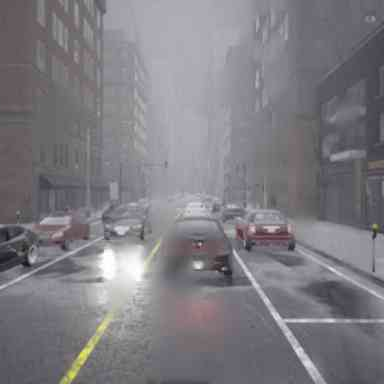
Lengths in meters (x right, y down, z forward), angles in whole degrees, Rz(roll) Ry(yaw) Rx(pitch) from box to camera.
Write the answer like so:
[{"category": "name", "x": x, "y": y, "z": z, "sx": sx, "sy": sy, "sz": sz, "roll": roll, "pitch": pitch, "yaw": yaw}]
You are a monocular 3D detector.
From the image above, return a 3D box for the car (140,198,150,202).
[{"category": "car", "x": -5.438, "y": 1.415, "z": 36.210, "sx": 1.967, "sy": 1.590, "sz": 4.097, "roll": 0, "pitch": 0, "yaw": 0}]

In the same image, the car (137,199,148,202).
[{"category": "car", "x": -5.476, "y": 1.560, "z": 30.709, "sx": 1.802, "sy": 1.307, "sz": 4.206, "roll": 0, "pitch": 0, "yaw": 0}]

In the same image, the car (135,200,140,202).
[{"category": "car", "x": -5.513, "y": 1.546, "z": 25.207, "sx": 1.947, "sy": 1.339, "sz": 4.313, "roll": 0, "pitch": 0, "yaw": 0}]

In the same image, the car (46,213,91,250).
[{"category": "car", "x": -5.587, "y": 1.569, "z": 14.205, "sx": 1.802, "sy": 1.307, "sz": 4.206, "roll": 0, "pitch": 0, "yaw": 0}]

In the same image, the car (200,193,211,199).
[{"category": "car", "x": 3.373, "y": 1.434, "z": 73.241, "sx": 1.967, "sy": 1.590, "sz": 4.097, "roll": 0, "pitch": 0, "yaw": 0}]

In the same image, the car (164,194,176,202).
[{"category": "car", "x": -5.152, "y": 1.573, "z": 73.312, "sx": 1.802, "sy": 1.307, "sz": 4.206, "roll": 0, "pitch": 0, "yaw": 0}]

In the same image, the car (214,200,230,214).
[{"category": "car", "x": 3.012, "y": 1.535, "z": 25.150, "sx": 2.008, "sy": 1.369, "sz": 4.403, "roll": 0, "pitch": 0, "yaw": 0}]

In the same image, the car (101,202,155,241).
[{"category": "car", "x": -2.998, "y": 1.478, "z": 16.632, "sx": 2.128, "sy": 1.511, "sz": 4.902, "roll": 0, "pitch": 0, "yaw": 0}]

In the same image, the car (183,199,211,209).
[{"category": "car", "x": 0.260, "y": 1.508, "z": 25.343, "sx": 1.812, "sy": 1.442, "sz": 4.674, "roll": 0, "pitch": 0, "yaw": 0}]

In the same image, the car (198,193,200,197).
[{"category": "car", "x": 3.558, "y": 1.471, "z": 94.876, "sx": 1.967, "sy": 1.590, "sz": 4.097, "roll": 0, "pitch": 0, "yaw": 0}]

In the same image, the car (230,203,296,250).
[{"category": "car", "x": 2.938, "y": 1.431, "z": 14.147, "sx": 1.967, "sy": 1.590, "sz": 4.097, "roll": 0, "pitch": 0, "yaw": 0}]

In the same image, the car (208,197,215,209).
[{"category": "car", "x": 3.087, "y": 1.545, "z": 36.152, "sx": 1.947, "sy": 1.339, "sz": 4.313, "roll": 0, "pitch": 0, "yaw": 0}]

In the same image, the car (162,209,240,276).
[{"category": "car", "x": 0.154, "y": 1.496, "z": 10.294, "sx": 1.837, "sy": 1.490, "sz": 4.892, "roll": 0, "pitch": 0, "yaw": 0}]

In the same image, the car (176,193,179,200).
[{"category": "car", "x": -5.058, "y": 1.556, "z": 84.128, "sx": 2.008, "sy": 1.369, "sz": 4.403, "roll": 0, "pitch": 0, "yaw": 0}]

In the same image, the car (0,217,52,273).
[{"category": "car", "x": -5.625, "y": 1.557, "z": 8.704, "sx": 1.947, "sy": 1.339, "sz": 4.313, "roll": 0, "pitch": 0, "yaw": 0}]
